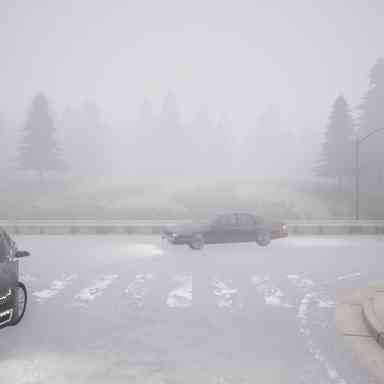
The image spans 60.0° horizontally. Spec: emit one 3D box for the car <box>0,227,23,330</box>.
[{"bbox_3d":[-4.457,1.505,6.571,1.837,1.490,4.892,0,0,-28],"label":"car"}]

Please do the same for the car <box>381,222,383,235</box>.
[{"bbox_3d":[11.239,1.492,15.089,4.902,1.511,2.128,0,0,0],"label":"car"}]

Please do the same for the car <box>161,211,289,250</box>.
[{"bbox_3d":[1.460,1.547,14.211,5.357,1.411,2.033,0,0,-20],"label":"car"}]
